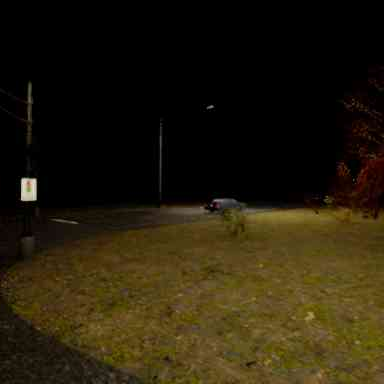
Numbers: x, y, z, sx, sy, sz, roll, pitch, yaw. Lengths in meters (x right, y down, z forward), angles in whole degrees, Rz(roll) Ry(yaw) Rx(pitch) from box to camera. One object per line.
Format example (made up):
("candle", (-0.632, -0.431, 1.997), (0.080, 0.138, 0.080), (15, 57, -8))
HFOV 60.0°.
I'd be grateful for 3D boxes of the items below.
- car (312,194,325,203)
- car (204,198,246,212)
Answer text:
("car", (20.371, 1.036, 54.187), (1.895, 1.301, 4.718), (2, 2, 38))
("car", (3.375, 1.272, 32.949), (2.033, 1.411, 5.357), (2, 2, 39))
